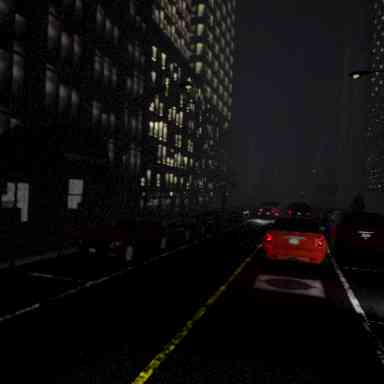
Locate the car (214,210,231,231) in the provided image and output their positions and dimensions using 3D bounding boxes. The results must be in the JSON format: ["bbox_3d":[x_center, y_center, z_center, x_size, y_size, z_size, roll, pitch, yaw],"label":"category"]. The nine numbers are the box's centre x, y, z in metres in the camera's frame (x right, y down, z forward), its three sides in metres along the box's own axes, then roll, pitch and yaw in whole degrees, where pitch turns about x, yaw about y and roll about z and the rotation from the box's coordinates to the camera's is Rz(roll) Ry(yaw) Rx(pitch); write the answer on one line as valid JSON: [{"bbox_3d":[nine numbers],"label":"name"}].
[{"bbox_3d":[1.217,1.882,23.034,1.802,1.307,4.206,2,-1,18],"label":"car"}]

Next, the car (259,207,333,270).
[{"bbox_3d":[3.952,1.661,12.737,2.097,1.767,4.553,2,-1,18],"label":"car"}]

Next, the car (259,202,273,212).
[{"bbox_3d":[13.590,2.682,60.838,1.967,1.590,4.097,2,-1,18],"label":"car"}]

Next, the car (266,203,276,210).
[{"bbox_3d":[17.068,3.032,71.476,1.752,1.417,4.829,2,-1,18],"label":"car"}]

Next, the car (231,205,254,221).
[{"bbox_3d":[4.752,2.121,33.835,2.008,1.369,4.403,2,-1,18],"label":"car"}]

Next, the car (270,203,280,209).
[{"bbox_3d":[20.653,3.344,82.438,1.947,1.339,4.313,2,-1,18],"label":"car"}]

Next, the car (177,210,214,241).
[{"bbox_3d":[-0.549,1.716,17.634,2.008,1.369,4.403,2,-1,18],"label":"car"}]

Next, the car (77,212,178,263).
[{"bbox_3d":[-2.315,1.576,12.233,1.887,1.381,4.507,2,-1,18],"label":"car"}]

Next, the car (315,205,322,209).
[{"bbox_3d":[16.243,2.708,42.024,2.008,1.369,4.403,2,-1,18],"label":"car"}]

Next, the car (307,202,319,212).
[{"bbox_3d":[25.085,3.144,69.030,2.192,1.841,5.009,2,-1,18],"label":"car"}]

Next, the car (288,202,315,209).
[{"bbox_3d":[9.718,1.970,30.338,2.150,2.045,5.566,2,-1,18],"label":"car"}]

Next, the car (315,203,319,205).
[{"bbox_3d":[23.318,3.010,63.629,2.192,1.841,5.009,2,-1,18],"label":"car"}]

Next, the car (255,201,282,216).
[{"bbox_3d":[9.120,2.033,38.585,2.150,2.045,5.566,2,-1,19],"label":"car"}]

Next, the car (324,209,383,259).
[{"bbox_3d":[7.416,1.800,15.026,2.192,1.841,5.009,2,-1,18],"label":"car"}]

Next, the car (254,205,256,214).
[{"bbox_3d":[8.286,2.389,44.635,2.008,1.369,4.403,2,-1,18],"label":"car"}]

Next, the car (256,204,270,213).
[{"bbox_3d":[11.818,2.689,55.435,1.802,1.307,4.206,2,-1,18],"label":"car"}]
